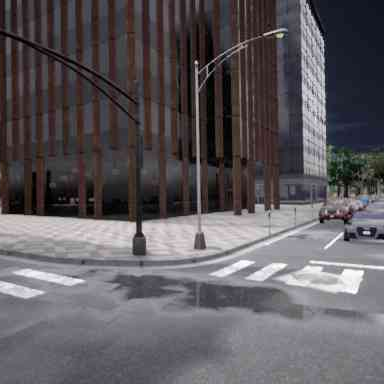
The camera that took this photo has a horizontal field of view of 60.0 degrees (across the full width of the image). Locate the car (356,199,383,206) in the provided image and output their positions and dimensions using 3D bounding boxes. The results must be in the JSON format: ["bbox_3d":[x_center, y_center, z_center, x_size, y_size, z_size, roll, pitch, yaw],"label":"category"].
[{"bbox_3d":[13.225,1.498,23.848,1.882,1.535,5.008,-1,-1,31],"label":"car"}]

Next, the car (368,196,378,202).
[{"bbox_3d":[41.770,1.598,76.754,1.752,1.417,4.829,-1,-1,31],"label":"car"}]

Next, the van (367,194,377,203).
[{"bbox_3d":[39.061,1.412,72.236,1.690,1.788,3.998,-1,-1,31],"label":"van"}]

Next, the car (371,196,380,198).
[{"bbox_3d":[23.663,1.562,41.122,2.033,1.411,5.357,-1,-1,31],"label":"car"}]

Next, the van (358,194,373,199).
[{"bbox_3d":[25.098,1.411,48.908,1.690,1.788,3.998,-1,-1,31],"label":"van"}]

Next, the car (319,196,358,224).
[{"bbox_3d":[11.135,1.391,25.579,2.192,1.841,5.009,-1,-1,31],"label":"car"}]

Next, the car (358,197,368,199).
[{"bbox_3d":[19.429,1.597,39.429,1.752,1.417,4.829,-1,-1,31],"label":"car"}]

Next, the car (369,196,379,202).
[{"bbox_3d":[44.650,1.640,81.565,1.947,1.339,4.313,-1,-1,31],"label":"car"}]

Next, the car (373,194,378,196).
[{"bbox_3d":[36.272,1.636,67.568,1.947,1.339,4.313,-1,-1,31],"label":"car"}]

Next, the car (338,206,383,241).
[{"bbox_3d":[8.581,1.588,16.108,1.994,1.385,4.181,-1,-1,31],"label":"car"}]
